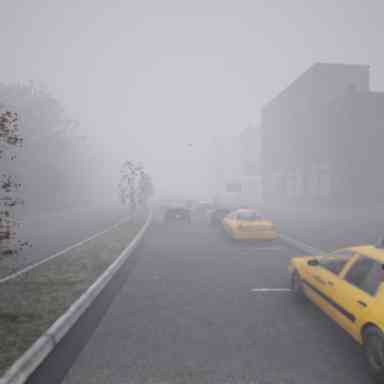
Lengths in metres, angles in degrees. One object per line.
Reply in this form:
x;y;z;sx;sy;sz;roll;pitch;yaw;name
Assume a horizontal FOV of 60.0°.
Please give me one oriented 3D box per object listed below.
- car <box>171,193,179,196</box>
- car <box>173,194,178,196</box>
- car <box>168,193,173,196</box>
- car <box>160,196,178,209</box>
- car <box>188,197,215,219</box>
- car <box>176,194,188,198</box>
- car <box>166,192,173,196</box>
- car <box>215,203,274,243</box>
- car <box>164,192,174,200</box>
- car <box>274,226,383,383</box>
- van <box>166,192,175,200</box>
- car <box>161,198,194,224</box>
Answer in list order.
-2.304;1.474;60.219;2.002;1.452;4.674;0;0;-7;car
-1.630;1.480;54.744;2.163;1.488;4.792;0;0;-7;car
-2.989;1.444;65.756;2.163;1.488;4.792;0;0;-7;car
-3.138;1.589;42.828;1.895;1.301;4.718;0;0;-7;car
1.078;1.490;32.790;2.097;1.535;5.008;0;0;-6;car
-0.947;1.504;49.209;2.002;1.452;4.674;0;0;-7;car
-3.666;1.141;71.258;2.435;2.045;5.566;0;0;-7;car
2.560;1.487;16.219;1.946;1.575;5.366;0;0;-3;car
-6.384;1.022;93.276;2.435;2.045;5.566;0;0;-7;car
3.010;1.479;5.210;1.946;1.575;5.366;0;0;-1;car
-5.715;1.081;87.860;1.878;1.987;4.442;0;0;-7;van
-1.165;1.485;25.210;1.882;1.535;5.008;0;0;-5;car
